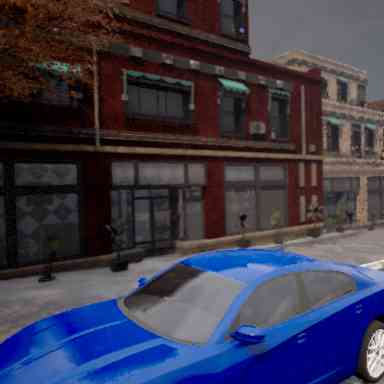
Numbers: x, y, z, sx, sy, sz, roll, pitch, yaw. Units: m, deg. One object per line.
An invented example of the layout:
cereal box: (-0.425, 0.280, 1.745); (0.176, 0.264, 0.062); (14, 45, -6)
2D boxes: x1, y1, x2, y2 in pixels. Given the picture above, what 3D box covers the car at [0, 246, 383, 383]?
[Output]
car: (0.476, 1.475, 3.837); (5.008, 1.535, 1.882); (0, 0, -35)
